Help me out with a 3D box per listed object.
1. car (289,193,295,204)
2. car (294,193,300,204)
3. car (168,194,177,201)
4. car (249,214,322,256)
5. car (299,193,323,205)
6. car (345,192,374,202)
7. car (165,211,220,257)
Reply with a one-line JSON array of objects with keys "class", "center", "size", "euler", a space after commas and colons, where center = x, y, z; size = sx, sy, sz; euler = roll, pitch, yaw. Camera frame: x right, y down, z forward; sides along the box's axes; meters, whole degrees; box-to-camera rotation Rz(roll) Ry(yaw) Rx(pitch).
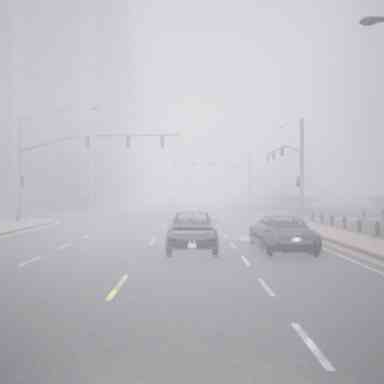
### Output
[{"class": "car", "center": [24.205, 1.202, 72.493], "size": [4.605, 1.855, 1.932], "euler": [0, 0, 0]}, {"class": "car", "center": [24.270, 1.412, 69.810], "size": [3.905, 1.438, 1.784], "euler": [0, 0, 0]}, {"class": "car", "center": [-4.672, 1.346, 79.930], "size": [2.097, 1.767, 4.553], "euler": [0, 0, -1]}, {"class": "car", "center": [3.514, 1.563, 13.147], "size": [1.994, 1.385, 4.181], "euler": [0, 0, 0]}, {"class": "car", "center": [24.285, 1.444, 66.915], "size": [3.806, 1.475, 1.970], "euler": [0, 0, 0]}, {"class": "car", "center": [39.236, 1.201, 78.126], "size": [4.605, 1.855, 1.932], "euler": [0, 0, 0]}, {"class": "car", "center": [0.013, 1.491, 12.958], "size": [2.128, 1.511, 4.902], "euler": [0, 0, 0]}]
